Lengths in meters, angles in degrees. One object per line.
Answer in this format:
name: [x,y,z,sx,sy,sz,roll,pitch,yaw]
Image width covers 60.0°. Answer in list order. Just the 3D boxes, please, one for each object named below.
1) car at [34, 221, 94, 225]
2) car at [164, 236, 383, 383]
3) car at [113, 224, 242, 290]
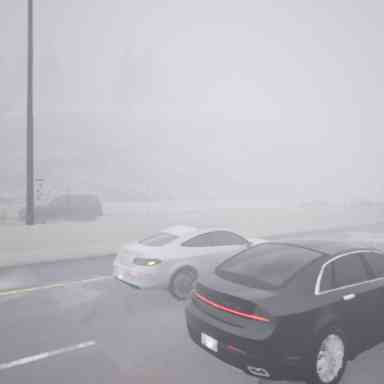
car: [-9.024,1.219,23.349,5.566,2.045,2.150,0,0,-35]
car: [2.175,1.504,5.298,4.892,1.490,1.837,0,0,-36]
car: [0.384,1.524,8.319,4.674,1.442,1.812,0,0,-35]
